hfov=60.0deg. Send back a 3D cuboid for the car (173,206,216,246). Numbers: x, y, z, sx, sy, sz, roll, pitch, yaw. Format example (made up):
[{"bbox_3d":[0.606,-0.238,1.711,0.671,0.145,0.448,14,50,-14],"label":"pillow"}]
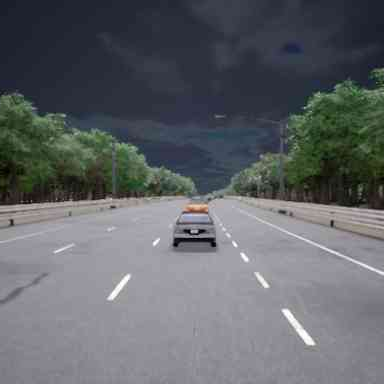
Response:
[{"bbox_3d":[0.137,1.580,15.379,2.033,1.411,5.357,0,0,1],"label":"car"}]

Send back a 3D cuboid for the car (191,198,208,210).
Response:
[{"bbox_3d":[1.105,1.654,45.842,2.128,1.511,4.902,0,0,3],"label":"car"}]

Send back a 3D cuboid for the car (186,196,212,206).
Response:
[{"bbox_3d":[0.509,1.449,30.704,2.097,1.767,4.553,0,0,2],"label":"car"}]

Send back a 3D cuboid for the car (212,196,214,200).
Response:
[{"bbox_3d":[4.306,1.901,91.829,1.882,1.535,5.008,0,0,5],"label":"car"}]

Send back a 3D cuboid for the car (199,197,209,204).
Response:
[{"bbox_3d":[2.510,1.847,69.576,1.994,1.385,4.181,0,0,4],"label":"car"}]
